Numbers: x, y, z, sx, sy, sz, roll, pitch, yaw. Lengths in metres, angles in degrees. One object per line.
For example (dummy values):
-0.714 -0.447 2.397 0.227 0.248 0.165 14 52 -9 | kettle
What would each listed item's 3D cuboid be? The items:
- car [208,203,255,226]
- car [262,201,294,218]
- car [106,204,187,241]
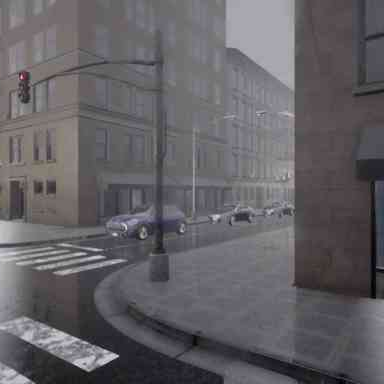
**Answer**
3.017 1.622 24.946 2.128 1.511 4.902 0 0 35 | car
8.531 1.674 32.697 2.128 1.511 4.902 0 0 36 | car
-2.301 1.432 17.510 2.097 1.767 4.553 0 0 36 | car
